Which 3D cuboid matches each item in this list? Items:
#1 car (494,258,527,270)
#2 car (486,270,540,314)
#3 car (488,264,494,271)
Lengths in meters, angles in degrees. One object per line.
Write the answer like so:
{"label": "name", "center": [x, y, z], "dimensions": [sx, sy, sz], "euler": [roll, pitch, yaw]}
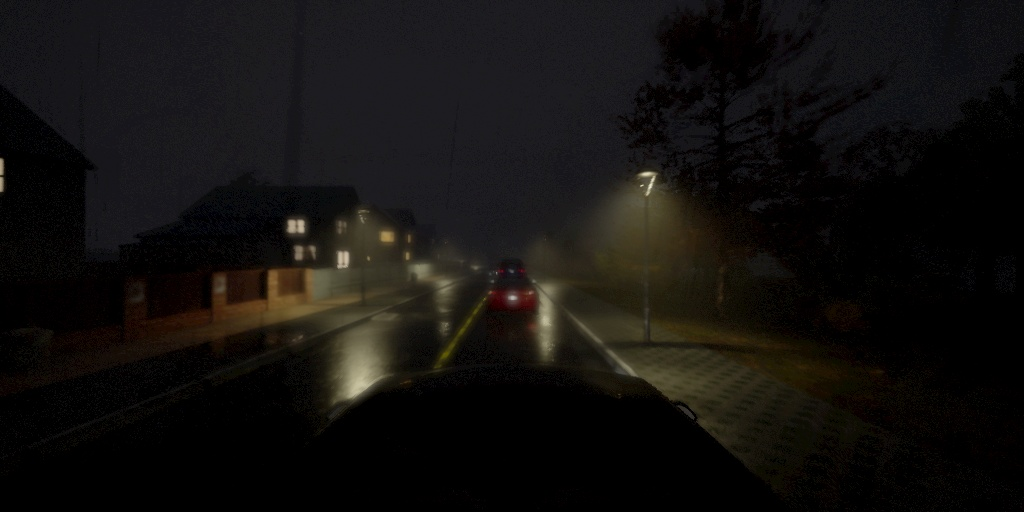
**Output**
{"label": "car", "center": [0.026, 1.211, 28.098], "dimensions": [2.150, 2.045, 5.566], "euler": [0, 0, 1]}
{"label": "car", "center": [0.044, 1.433, 14.362], "dimensions": [1.994, 1.385, 4.181], "euler": [0, 0, 1]}
{"label": "car", "center": [-2.818, 1.793, 58.595], "dimensions": [2.033, 1.411, 5.357], "euler": [0, 0, 1]}
